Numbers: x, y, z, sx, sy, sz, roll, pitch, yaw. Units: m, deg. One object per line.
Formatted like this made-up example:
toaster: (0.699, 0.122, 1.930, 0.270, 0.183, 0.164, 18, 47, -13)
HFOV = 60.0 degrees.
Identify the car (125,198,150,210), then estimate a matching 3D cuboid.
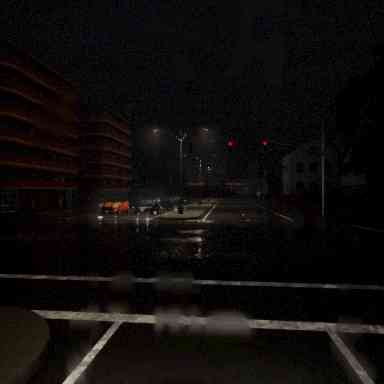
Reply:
car: (-7.139, 1.545, 44.359, 2.033, 1.411, 5.357, 0, 0, 6)

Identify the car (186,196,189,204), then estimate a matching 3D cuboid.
car: (-1.657, 1.505, 63.030, 1.837, 1.490, 4.892, 0, 0, 7)

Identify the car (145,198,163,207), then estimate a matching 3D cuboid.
car: (-6.146, 1.601, 53.890, 1.895, 1.301, 4.718, 0, 0, 6)

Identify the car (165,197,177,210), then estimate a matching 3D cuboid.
car: (-3.653, 1.601, 44.081, 1.895, 1.301, 4.718, 0, 0, 6)

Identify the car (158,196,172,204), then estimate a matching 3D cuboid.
car: (-5.089, 1.564, 63.865, 1.994, 1.385, 4.181, 0, 0, 6)

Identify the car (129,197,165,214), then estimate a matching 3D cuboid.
car: (-4.605, 1.491, 34.871, 2.128, 1.511, 4.902, 0, 0, 6)

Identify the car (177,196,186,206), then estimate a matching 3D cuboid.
car: (-2.706, 1.491, 53.127, 2.128, 1.511, 4.902, 0, 0, 6)

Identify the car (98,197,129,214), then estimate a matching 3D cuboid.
car: (-8.120, 1.352, 34.941, 2.097, 1.767, 4.553, 0, 0, 6)
